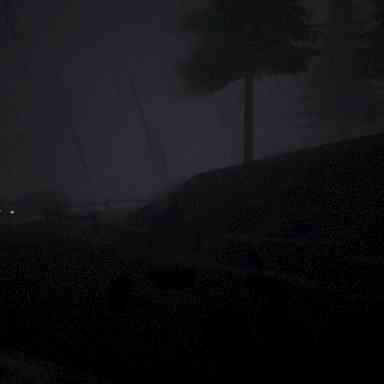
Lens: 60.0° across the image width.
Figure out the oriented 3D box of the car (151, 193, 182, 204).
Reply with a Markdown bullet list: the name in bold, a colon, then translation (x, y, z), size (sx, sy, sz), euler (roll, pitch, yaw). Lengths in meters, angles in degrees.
- **car**: translation (-3.630, 0.984, 49.337), size (1.994, 1.385, 4.181), euler (0, 1, 28)

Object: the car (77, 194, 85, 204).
- **car**: translation (-16.964, 0.983, 46.354), size (1.812, 1.442, 4.674), euler (0, 1, 27)

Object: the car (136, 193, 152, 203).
- **car**: translation (-6.634, 0.905, 51.150), size (1.837, 1.490, 4.892), euler (0, 0, 27)

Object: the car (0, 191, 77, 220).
- **car**: translation (-11.895, 0.927, 25.338), size (2.150, 2.045, 5.566), euler (0, 0, 27)
